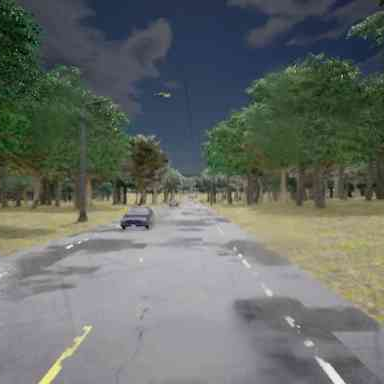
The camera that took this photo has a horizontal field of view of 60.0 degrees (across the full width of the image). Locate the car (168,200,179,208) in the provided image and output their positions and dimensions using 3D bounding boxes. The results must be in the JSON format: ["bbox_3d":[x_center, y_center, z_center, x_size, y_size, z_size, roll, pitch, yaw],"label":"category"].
[{"bbox_3d":[-3.499,2.317,64.194,1.837,1.490,4.892,0,-1,1],"label":"car"}]

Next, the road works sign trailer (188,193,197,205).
[{"bbox_3d":[0.158,2.035,93.508,2.380,3.560,2.880,2,-2,-2],"label":"road works sign trailer"}]

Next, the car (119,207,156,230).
[{"bbox_3d":[-3.593,1.736,23.050,2.033,1.411,5.357,0,-1,0],"label":"car"}]
